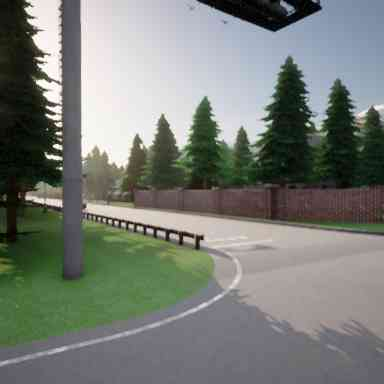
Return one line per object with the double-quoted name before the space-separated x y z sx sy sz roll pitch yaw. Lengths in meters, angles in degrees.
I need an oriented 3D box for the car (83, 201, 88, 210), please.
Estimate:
"car" -13.608 1.314 38.428 2.033 1.411 5.357 0 0 -31
